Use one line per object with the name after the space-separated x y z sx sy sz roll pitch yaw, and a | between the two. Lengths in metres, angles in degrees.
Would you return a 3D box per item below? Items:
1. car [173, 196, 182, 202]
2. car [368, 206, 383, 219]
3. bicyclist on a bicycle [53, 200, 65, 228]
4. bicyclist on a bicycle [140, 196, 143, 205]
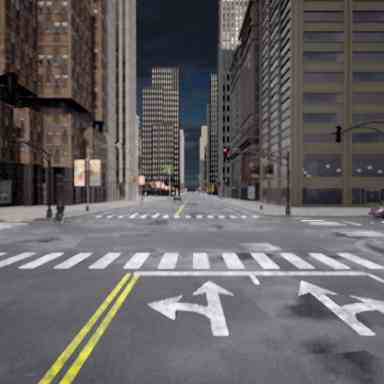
-3.235 1.470 73.663 1.895 1.301 4.718 0 0 0 | car
16.685 1.441 27.209 4.097 1.590 1.967 0 1 0 | car
-8.740 1.440 21.894 0.659 1.776 1.843 0 0 0 | bicyclist on a bicycle
-8.738 1.569 57.680 0.659 1.776 1.843 0 0 0 | bicyclist on a bicycle
